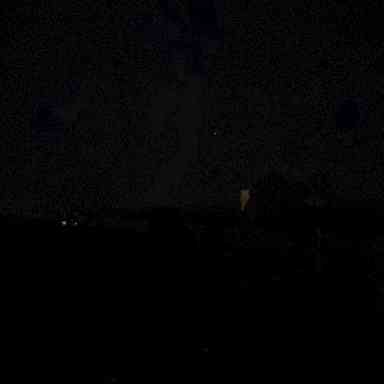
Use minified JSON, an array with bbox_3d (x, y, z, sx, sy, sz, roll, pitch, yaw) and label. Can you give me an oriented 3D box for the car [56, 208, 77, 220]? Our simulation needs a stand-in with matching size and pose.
[{"bbox_3d":[-18.793,3.250,49.868,2.097,1.767,4.553,-2,-1,-35],"label":"car"}]
